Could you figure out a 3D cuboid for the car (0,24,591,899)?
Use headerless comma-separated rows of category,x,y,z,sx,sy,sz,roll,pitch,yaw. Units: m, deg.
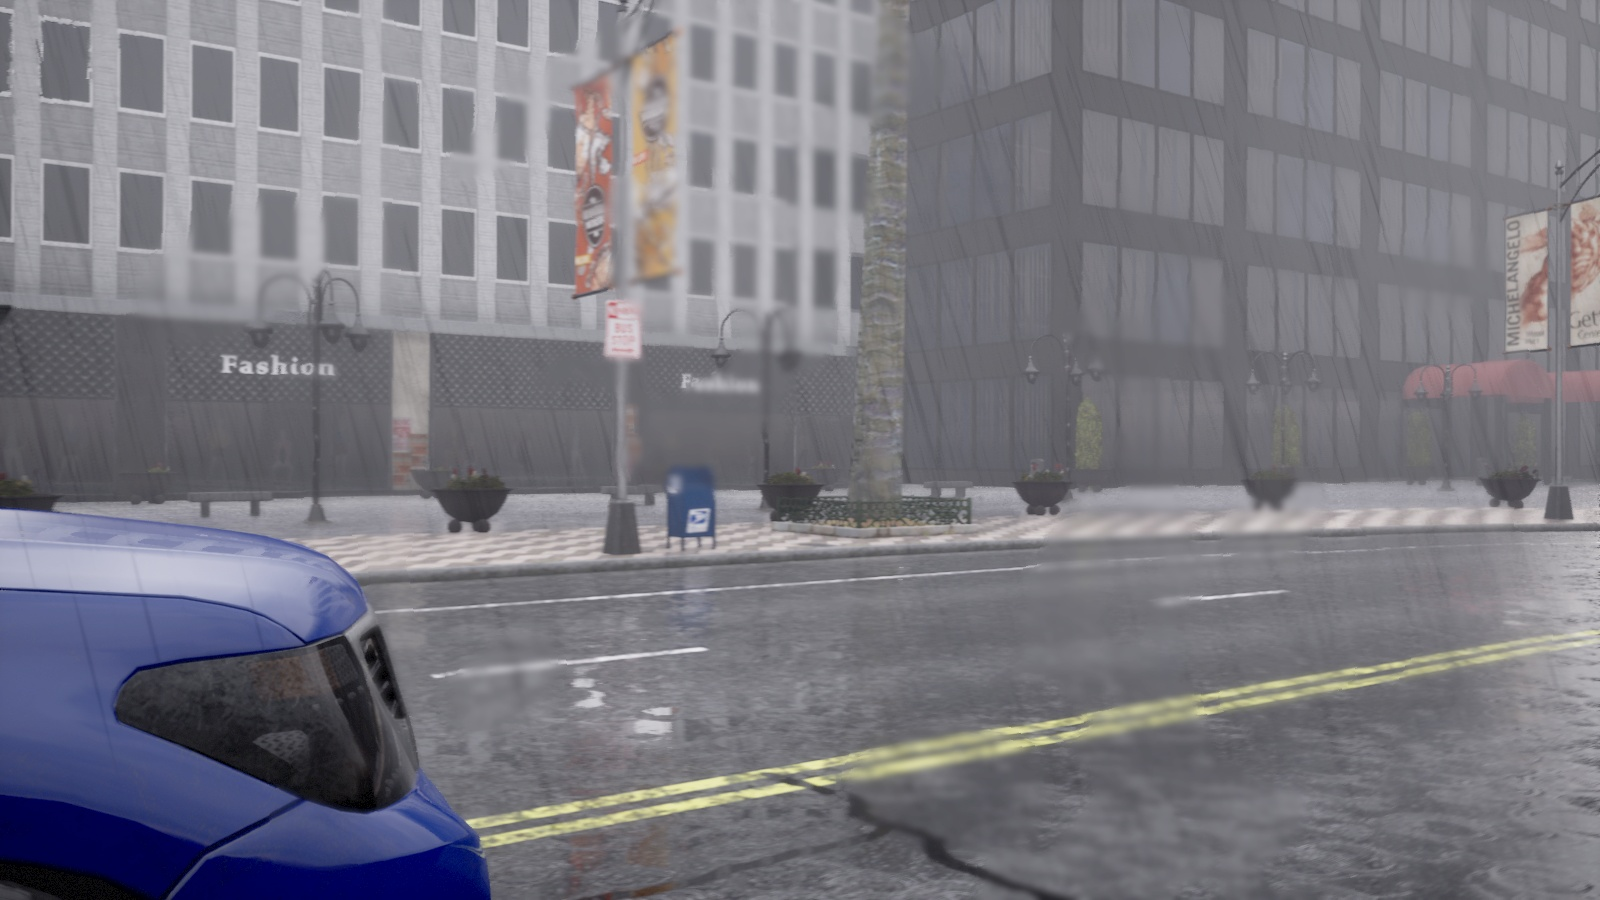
car,-3.249,0.474,1.399,5.566,2.045,2.150,0,0,-35
